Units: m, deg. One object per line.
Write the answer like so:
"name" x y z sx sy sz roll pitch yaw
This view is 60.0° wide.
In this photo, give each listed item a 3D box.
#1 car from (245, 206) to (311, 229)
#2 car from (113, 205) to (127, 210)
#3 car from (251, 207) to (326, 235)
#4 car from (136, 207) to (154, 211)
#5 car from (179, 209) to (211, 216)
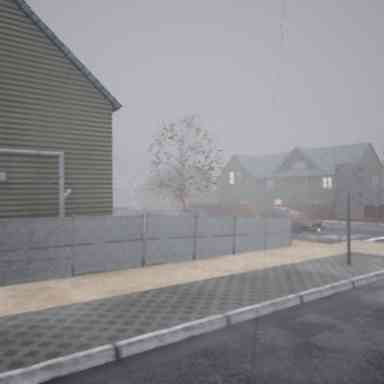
"car" 6.767 1.965 26.698 1.882 1.535 5.008 -1 -1 -36
"car" -11.965 2.729 52.866 1.882 1.535 5.008 -1 -1 -36
"car" 6.177 1.987 22.458 2.033 1.411 5.357 -1 -1 -36
"car" -5.451 2.478 38.717 1.994 1.385 4.181 -1 -1 -35
"car" 0.473 2.236 30.430 1.994 1.385 4.181 -1 -1 -36
